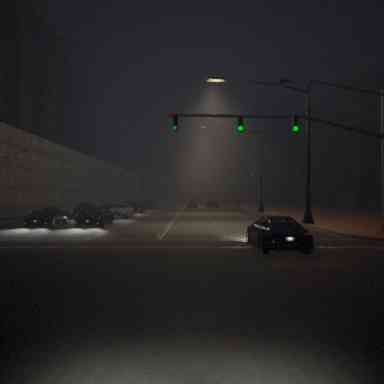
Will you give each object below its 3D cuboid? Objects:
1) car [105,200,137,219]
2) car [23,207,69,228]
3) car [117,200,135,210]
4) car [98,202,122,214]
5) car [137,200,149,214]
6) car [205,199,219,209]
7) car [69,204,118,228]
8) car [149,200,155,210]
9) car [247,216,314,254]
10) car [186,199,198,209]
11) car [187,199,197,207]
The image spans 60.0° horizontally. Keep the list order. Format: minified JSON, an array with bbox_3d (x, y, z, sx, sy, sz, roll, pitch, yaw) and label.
[{"bbox_3d":[-7.086,1.858,33.276,1.812,1.442,4.674,0,-1,0],"label":"car"},{"bbox_3d":[-10.597,1.808,24.462,1.994,1.385,4.181,0,-1,0],"label":"car"},{"bbox_3d":[-10.512,2.011,53.530,1.882,1.535,5.008,0,-1,0],"label":"car"},{"bbox_3d":[-10.571,1.993,43.115,1.994,1.385,4.181,0,-1,0],"label":"car"},{"bbox_3d":[-7.075,1.929,42.521,1.837,1.490,4.892,0,-1,1],"label":"car"},{"bbox_3d":[3.499,2.076,55.161,1.812,1.442,4.674,0,-1,0],"label":"car"},{"bbox_3d":[-7.096,1.809,24.518,1.994,1.385,4.181,0,-1,0],"label":"car"},{"bbox_3d":[-7.011,2.030,52.697,1.837,1.490,4.892,0,-1,0],"label":"car"},{"bbox_3d":[3.597,1.707,14.199,1.994,1.385,4.181,0,-1,0],"label":"car"},{"bbox_3d":[-0.012,2.068,54.314,1.812,1.442,4.674,0,-1,0],"label":"car"},{"bbox_3d":[-0.014,2.119,64.315,1.882,1.535,5.008,0,-1,0],"label":"car"}]
